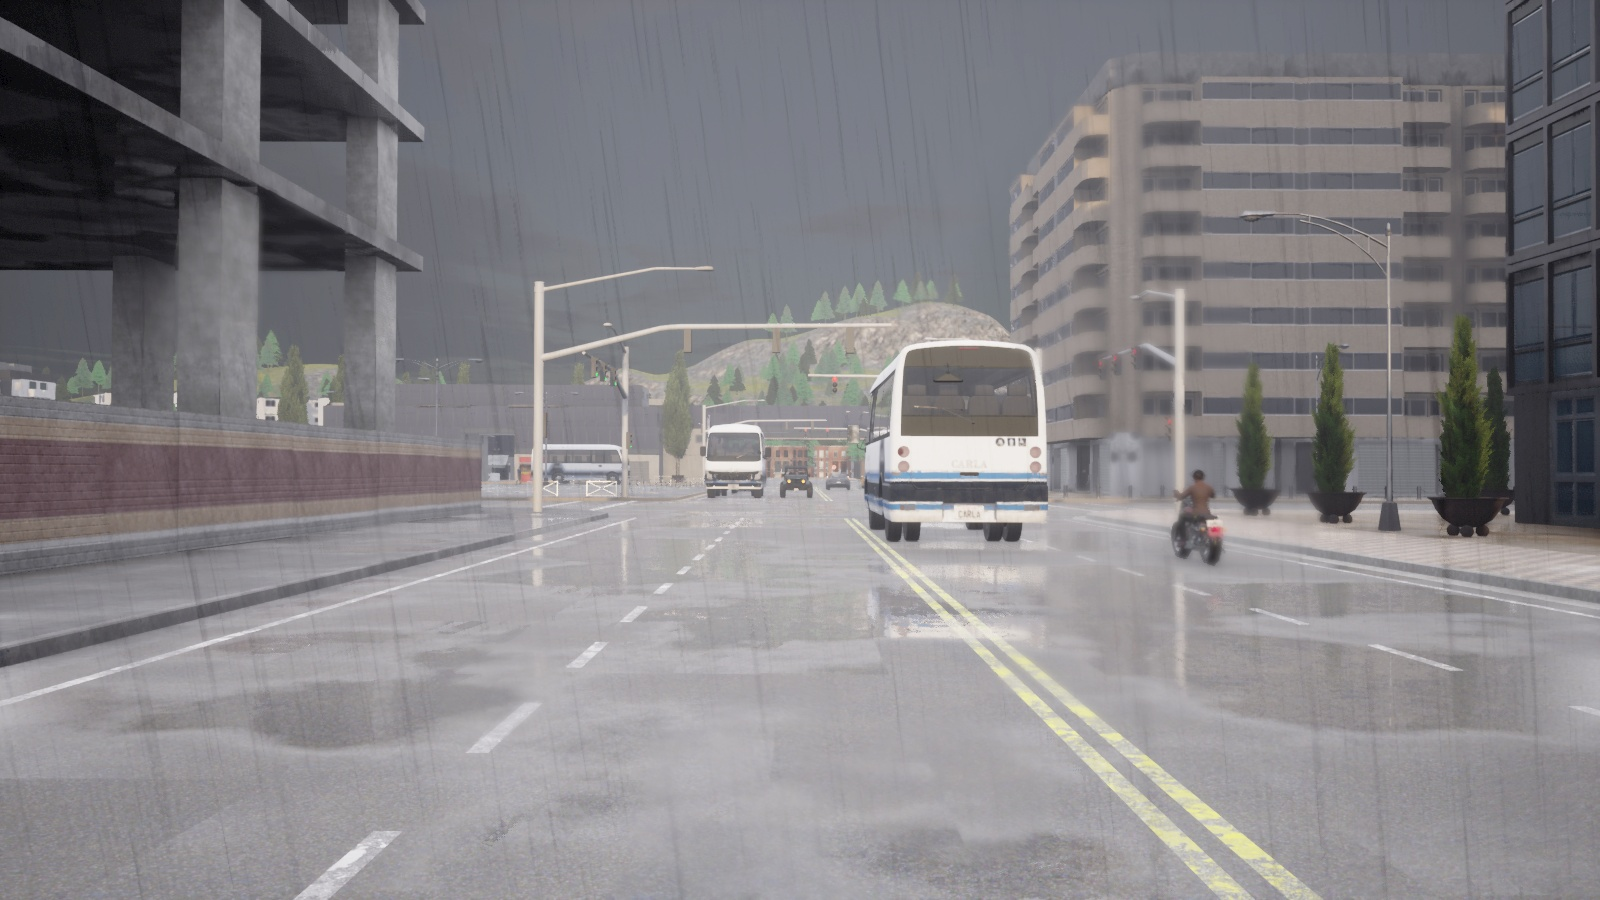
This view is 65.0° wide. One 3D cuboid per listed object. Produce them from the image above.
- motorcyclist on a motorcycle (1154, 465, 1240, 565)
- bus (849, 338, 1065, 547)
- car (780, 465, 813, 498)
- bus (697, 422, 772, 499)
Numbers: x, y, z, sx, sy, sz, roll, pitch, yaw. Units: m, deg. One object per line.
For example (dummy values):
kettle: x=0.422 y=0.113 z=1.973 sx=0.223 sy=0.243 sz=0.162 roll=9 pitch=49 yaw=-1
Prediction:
motorcyclist on a motorcycle: x=6.938 y=1.107 z=22.057 sx=0.766 sy=1.649 sz=2.350 roll=0 pitch=-1 yaw=1
bus: x=3.410 y=-0.060 z=30.769 sx=3.944 sy=4.253 sz=10.273 roll=0 pitch=-1 yaw=0
car: x=-0.204 y=1.853 z=74.108 sx=1.905 sy=1.878 sz=3.866 roll=0 pitch=-1 yaw=0
bus: x=-3.709 y=0.698 z=74.339 sx=3.944 sy=4.253 sz=10.273 roll=0 pitch=-1 yaw=0
